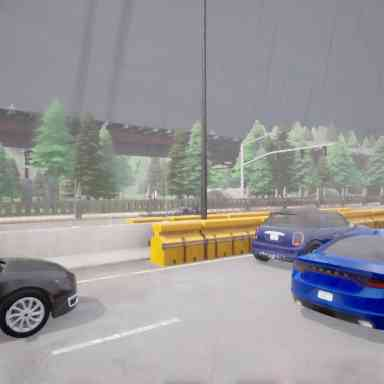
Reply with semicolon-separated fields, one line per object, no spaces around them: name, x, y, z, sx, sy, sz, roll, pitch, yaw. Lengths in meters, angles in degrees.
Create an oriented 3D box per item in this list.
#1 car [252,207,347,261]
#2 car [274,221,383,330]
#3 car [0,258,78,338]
car;4.147;1.352;11.008;4.553;1.767;2.097;0;0;-36
car;4.108;1.478;6.681;5.008;1.535;1.882;0;0;-36
car;-4.273;1.505;4.998;4.892;1.490;1.837;0;0;-35
